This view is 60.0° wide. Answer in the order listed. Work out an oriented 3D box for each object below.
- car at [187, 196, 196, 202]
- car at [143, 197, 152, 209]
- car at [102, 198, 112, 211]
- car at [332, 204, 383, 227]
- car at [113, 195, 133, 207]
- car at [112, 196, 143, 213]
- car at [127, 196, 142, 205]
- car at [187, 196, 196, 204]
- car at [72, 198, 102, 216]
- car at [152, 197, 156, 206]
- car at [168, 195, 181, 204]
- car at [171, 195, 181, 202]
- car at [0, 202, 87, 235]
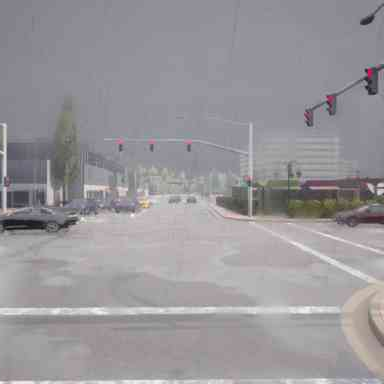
[{"bbox_3d":[-0.088,1.468,74.958,1.895,1.301,4.718,0,0,0],"label":"car"},{"bbox_3d":[-7.139,1.477,46.306,1.882,1.535,5.008,0,0,0],"label":"car"},{"bbox_3d":[-10.643,1.491,41.489,2.128,1.511,4.902,0,0,0],"label":"car"},{"bbox_3d":[11.780,1.526,21.998,4.674,1.442,1.812,0,0,1],"label":"car"},{"bbox_3d":[-10.647,1.352,51.496,2.097,1.767,4.553,0,0,0],"label":"car"},{"bbox_3d":[-7.130,1.352,37.184,2.097,1.767,4.553,0,0,0],"label":"car"},{"bbox_3d":[-10.629,1.506,62.013,1.837,1.490,4.892,0,0,0],"label":"car"},{"bbox_3d":[-0.075,1.491,64.652,2.128,1.511,4.902,0,0,0],"label":"car"},{"bbox_3d":[-10.714,1.352,32.341,2.097,1.767,4.553,0,0,2],"label":"car"},{"bbox_3d":[-7.137,1.526,56.261,1.812,1.442,4.674,0,0,0],"label":"car"},{"bbox_3d":[-3.575,1.547,64.648,2.033,1.411,5.357,0,0,0],"label":"car"},{"bbox_3d":[-3.587,1.425,74.922,1.994,1.385,4.181,0,0,0],"label":"car"},{"bbox_3d":[-8.691,1.491,18.229,4.902,1.511,2.128,0,0,-1],"label":"car"}]
